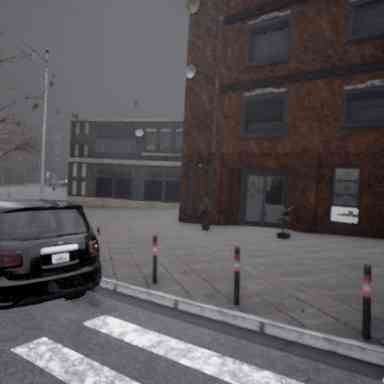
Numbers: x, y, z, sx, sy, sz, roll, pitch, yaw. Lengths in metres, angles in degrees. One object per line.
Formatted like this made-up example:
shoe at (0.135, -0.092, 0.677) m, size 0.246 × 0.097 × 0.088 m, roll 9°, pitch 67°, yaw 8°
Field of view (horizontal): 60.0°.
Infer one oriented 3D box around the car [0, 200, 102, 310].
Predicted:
car at (-4.256, 1.182, 7.138) m, size 5.566 × 2.045 × 2.150 m, roll 0°, pitch 0°, yaw 39°

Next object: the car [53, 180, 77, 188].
car at (-28.832, -1.861, 75.252) m, size 5.008 × 1.535 × 2.097 m, roll 4°, pitch 3°, yaw 24°

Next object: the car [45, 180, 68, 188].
car at (-29.907, -1.925, 72.704) m, size 4.553 × 1.767 × 2.185 m, roll 4°, pitch 3°, yaw 24°
